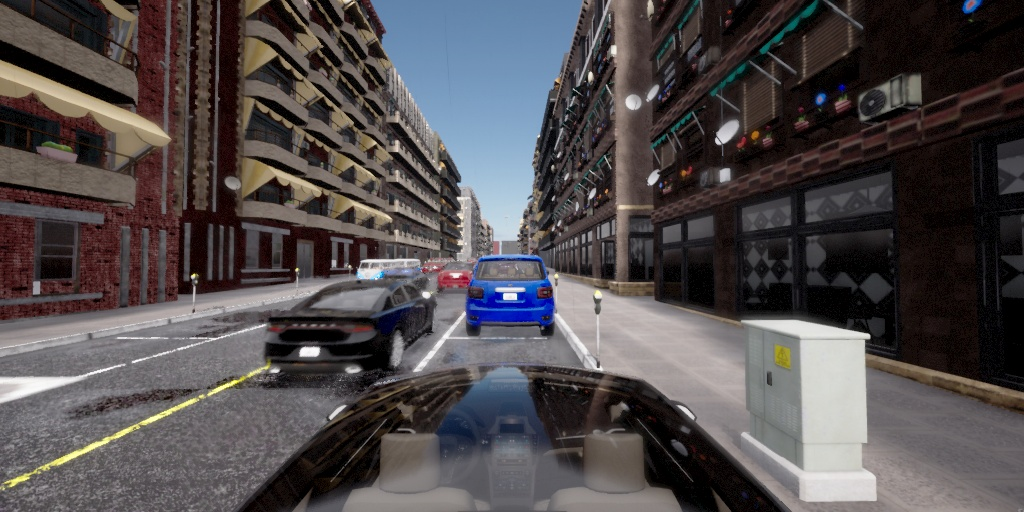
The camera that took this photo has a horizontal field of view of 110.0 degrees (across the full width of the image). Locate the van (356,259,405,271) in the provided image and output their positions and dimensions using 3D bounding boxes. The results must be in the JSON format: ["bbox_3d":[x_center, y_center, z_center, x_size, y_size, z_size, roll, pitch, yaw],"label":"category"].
[{"bbox_3d":[-8.336,1.108,22.602,1.690,1.789,3.998,0,0,0],"label":"van"}]

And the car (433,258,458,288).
[{"bbox_3d":[-3.021,1.117,21.416,2.097,1.767,4.553,0,0,0],"label":"car"}]

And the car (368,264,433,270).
[{"bbox_3d":[-5.870,1.327,19.446,1.994,1.385,4.181,0,0,0],"label":"car"}]

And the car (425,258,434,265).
[{"bbox_3d":[-8.337,1.115,39.194,2.192,1.841,5.009,0,0,0],"label":"car"}]

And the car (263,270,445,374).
[{"bbox_3d":[-2.923,1.231,7.660,1.882,1.535,5.008,0,0,0],"label":"car"}]

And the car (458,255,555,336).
[{"bbox_3d":[-0.040,0.983,10.533,2.150,2.045,5.566,0,0,0],"label":"car"}]

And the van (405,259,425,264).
[{"bbox_3d":[-8.336,1.118,28.134,1.690,1.789,3.998,0,0,0],"label":"van"}]
